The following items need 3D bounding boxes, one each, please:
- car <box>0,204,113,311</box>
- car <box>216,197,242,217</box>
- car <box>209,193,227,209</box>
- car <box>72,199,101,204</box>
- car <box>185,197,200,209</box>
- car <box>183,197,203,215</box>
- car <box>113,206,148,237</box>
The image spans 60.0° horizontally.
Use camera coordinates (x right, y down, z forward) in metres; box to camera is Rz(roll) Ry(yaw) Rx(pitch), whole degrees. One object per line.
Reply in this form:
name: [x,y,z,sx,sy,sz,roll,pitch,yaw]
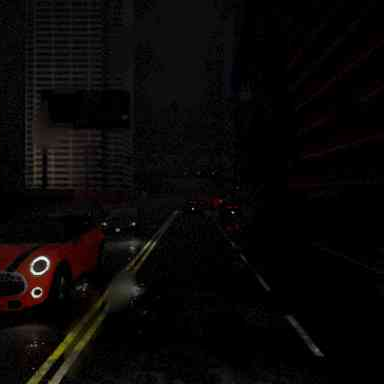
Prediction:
car: [-3.569,1.346,7.974,2.097,1.767,4.553,0,0,0]
car: [3.533,1.486,30.931,1.837,1.490,4.892,0,1,0]
car: [3.564,1.192,44.103,2.150,2.045,5.566,0,0,0]
car: [-6.996,1.337,21.515,2.097,1.767,4.553,0,0,0]
car: [0.066,1.476,44.939,1.837,1.490,4.892,0,0,0]
car: [0.106,1.542,33.122,1.994,1.385,4.181,0,0,0]
car: [-3.497,1.514,18.008,1.812,1.442,4.674,0,0,0]
